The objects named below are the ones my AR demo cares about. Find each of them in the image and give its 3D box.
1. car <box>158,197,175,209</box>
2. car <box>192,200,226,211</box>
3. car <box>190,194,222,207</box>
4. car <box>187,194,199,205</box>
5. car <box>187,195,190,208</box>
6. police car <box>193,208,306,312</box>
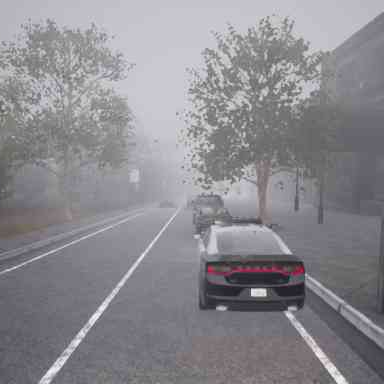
[{"bbox_3d":[-3.332,1.414,44.785,1.837,1.490,4.892,0,0,0],"label":"car"},{"bbox_3d":[1.112,1.442,17.866,1.882,1.535,5.008,0,0,0],"label":"car"},{"bbox_3d":[1.132,1.176,23.917,2.150,2.045,5.566,0,0,0],"label":"car"},{"bbox_3d":[0.208,1.235,58.135,2.097,1.767,4.553,0,0,1],"label":"car"},{"bbox_3d":[0.242,1.508,45.883,1.895,1.301,4.718,0,0,0],"label":"car"},{"bbox_3d":[1.079,1.409,7.927,1.930,1.638,5.238,0,0,0],"label":"police car"}]
